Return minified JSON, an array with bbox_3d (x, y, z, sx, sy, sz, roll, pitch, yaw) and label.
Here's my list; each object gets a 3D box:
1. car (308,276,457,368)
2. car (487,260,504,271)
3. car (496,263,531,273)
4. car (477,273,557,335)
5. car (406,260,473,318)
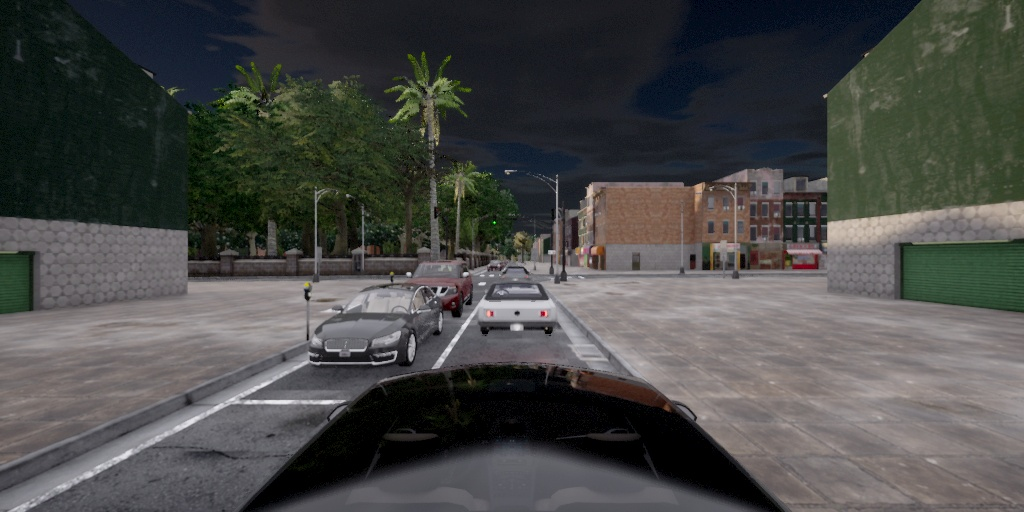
[{"bbox_3d":[-2.621,1.308,7.818,2.007,1.370,4.403,0,0,0],"label":"car"},{"bbox_3d":[-2.494,1.346,51.427,1.967,1.591,4.097,0,0,0],"label":"car"},{"bbox_3d":[0.258,1.353,23.033,1.994,1.385,4.181,0,0,2],"label":"car"},{"bbox_3d":[0.125,1.362,10.498,1.895,1.301,4.718,0,0,0],"label":"car"},{"bbox_3d":[-2.605,1.081,13.281,2.192,1.841,5.009,0,0,0],"label":"car"}]
